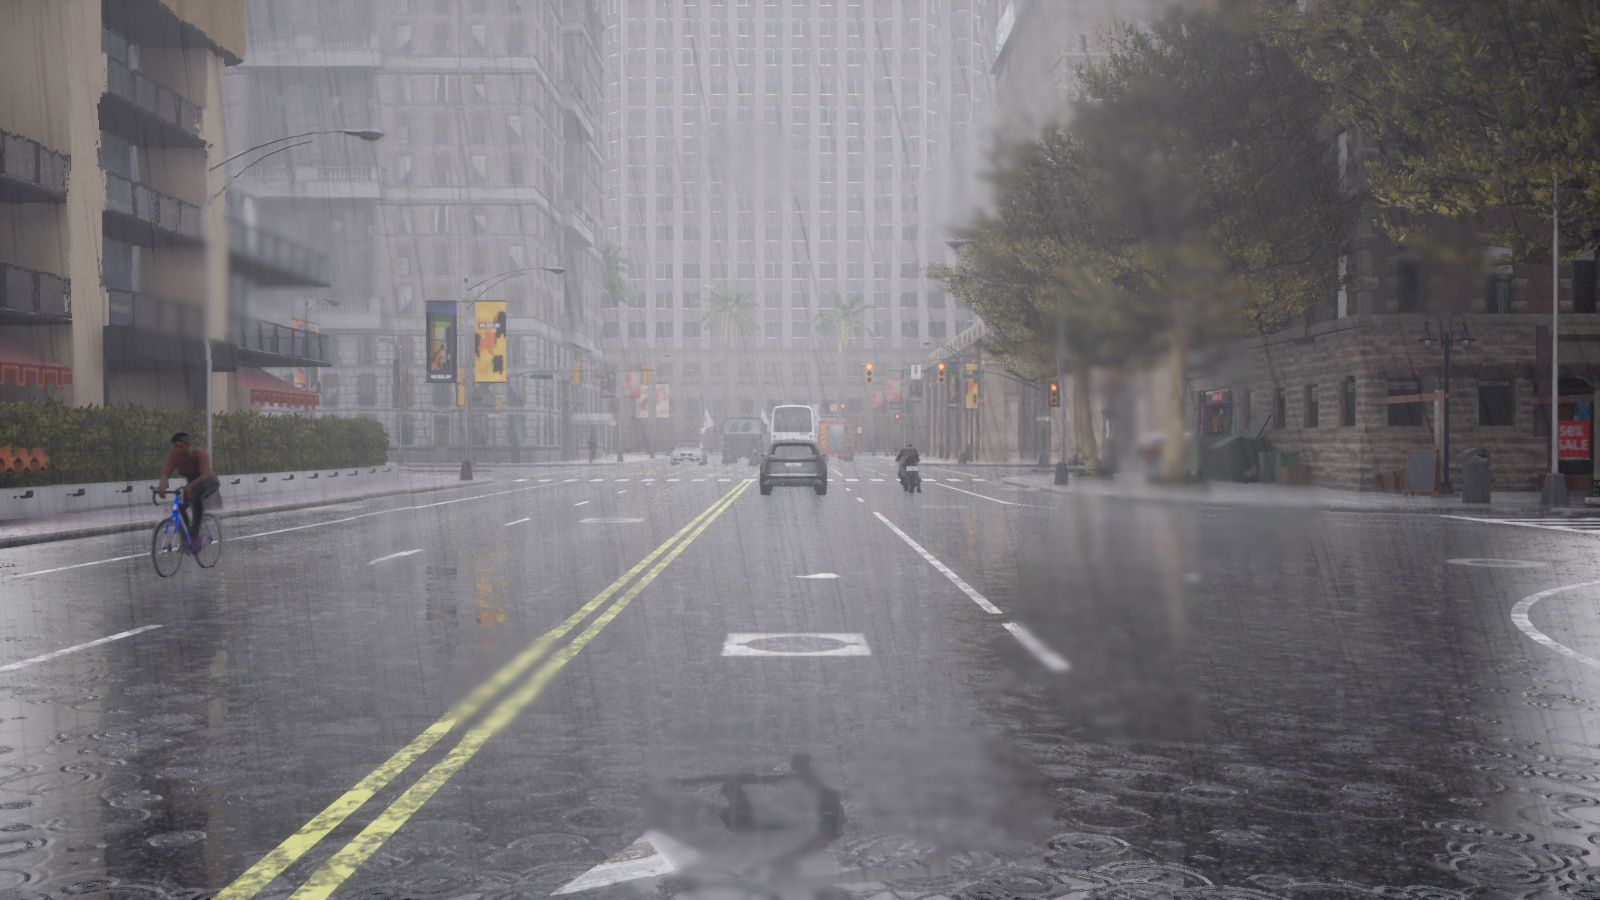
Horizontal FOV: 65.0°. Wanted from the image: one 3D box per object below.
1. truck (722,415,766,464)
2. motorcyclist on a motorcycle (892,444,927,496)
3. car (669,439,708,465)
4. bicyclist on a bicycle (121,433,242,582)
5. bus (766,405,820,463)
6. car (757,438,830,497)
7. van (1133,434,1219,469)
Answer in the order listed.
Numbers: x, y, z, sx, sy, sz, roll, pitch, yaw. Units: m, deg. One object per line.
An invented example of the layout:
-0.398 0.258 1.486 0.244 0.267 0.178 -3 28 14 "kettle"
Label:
-4.032 -0.759 91.945 2.891 3.462 7.936 0 0 0 "truck"
3.298 0.569 38.045 0.866 1.530 2.191 0 0 0 "motorcyclist on a motorcycle"
-7.486 0.107 84.696 2.242 1.667 4.611 0 0 0 "car"
-7.056 0.612 14.409 0.582 1.620 1.656 0 1 0 "bicyclist on a bicycle"
-0.563 -1.176 96.592 3.944 4.253 10.273 0 0 0 "bus"
-0.196 0.465 37.376 2.033 1.649 4.856 0 0 0 "car"
22.090 0.071 73.871 4.480 2.038 2.069 0 0 1 "van"
